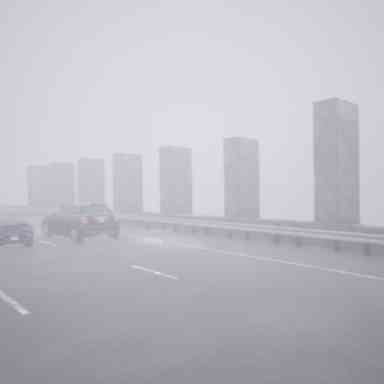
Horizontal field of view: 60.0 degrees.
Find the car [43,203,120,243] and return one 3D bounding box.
[{"bbox_3d":[-5.496,1.303,16.132,4.553,1.767,2.097,-1,0,44],"label":"car"}]

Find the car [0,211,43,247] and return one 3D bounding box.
[{"bbox_3d":[-8.162,1.533,13.844,4.674,1.442,1.812,0,1,44],"label":"car"}]
